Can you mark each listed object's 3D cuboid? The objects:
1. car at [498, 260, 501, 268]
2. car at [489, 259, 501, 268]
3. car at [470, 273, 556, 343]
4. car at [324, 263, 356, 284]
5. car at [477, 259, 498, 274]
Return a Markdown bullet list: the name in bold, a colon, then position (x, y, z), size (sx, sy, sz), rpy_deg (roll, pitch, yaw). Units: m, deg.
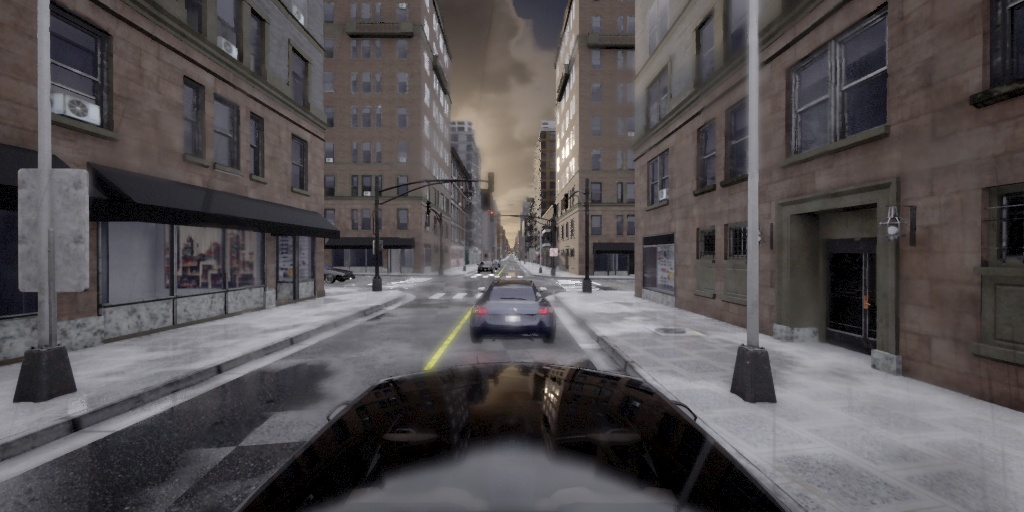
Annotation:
- **car**: position (-3.053, 1.373, 53.506), size (2.033, 1.411, 5.357), rpy_deg (0, 0, 0)
- **car**: position (-3.008, 1.323, 63.758), size (1.882, 1.535, 5.008), rpy_deg (0, 0, 0)
- **car**: position (0.017, 1.315, 9.668), size (1.994, 1.385, 4.181), rpy_deg (0, 0, 0)
- **car**: position (-13.856, 1.138, 24.947), size (5.357, 1.411, 2.033), rpy_deg (1, 0, 1)
- **car**: position (-3.063, 1.309, 43.112), size (1.837, 1.490, 4.892), rpy_deg (0, 0, 0)
